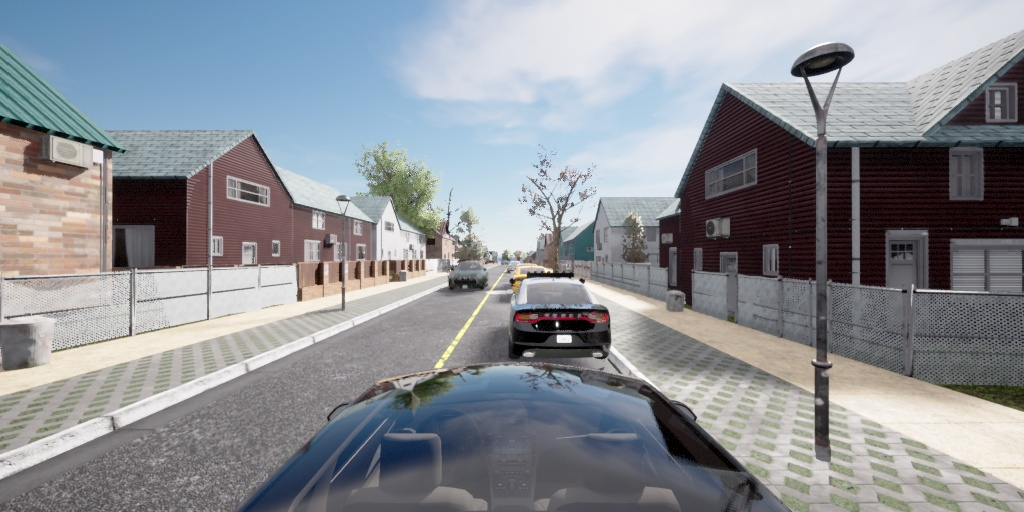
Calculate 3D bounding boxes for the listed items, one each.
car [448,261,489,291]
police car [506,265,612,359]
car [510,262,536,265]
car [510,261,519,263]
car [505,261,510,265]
[{"bbox_3d":[-2.577,1.118,22.018,2.097,1.767,4.553,0,0,0],"label":"car"},{"bbox_3d":[0.889,1.176,8.545,1.930,1.638,5.238,0,0,0],"label":"police car"},{"bbox_3d":[0.969,1.238,18.435,1.882,1.535,5.008,0,0,0],"label":"car"},{"bbox_3d":[1.018,1.250,24.436,1.882,1.535,5.008,0,0,0],"label":"car"},{"bbox_3d":[0.397,1.383,45.710,1.812,1.442,4.674,0,0,1],"label":"car"}]
